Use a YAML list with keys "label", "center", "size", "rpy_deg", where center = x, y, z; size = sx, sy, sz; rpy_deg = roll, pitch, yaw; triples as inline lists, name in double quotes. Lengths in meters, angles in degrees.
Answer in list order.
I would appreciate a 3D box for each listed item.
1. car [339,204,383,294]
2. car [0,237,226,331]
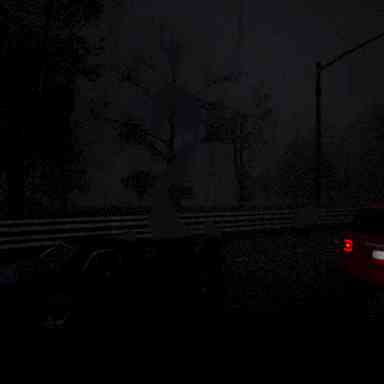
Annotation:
- label: "car"
  center: [5.727, 1.296, 7.741]
  size: [5.566, 2.045, 2.150]
  rpy_deg: [1, 0, -35]
- label: "car"
  center: [-1.576, 1.621, 6.895]
  size: [4.718, 1.301, 1.895]
  rpy_deg: [1, 0, -35]
